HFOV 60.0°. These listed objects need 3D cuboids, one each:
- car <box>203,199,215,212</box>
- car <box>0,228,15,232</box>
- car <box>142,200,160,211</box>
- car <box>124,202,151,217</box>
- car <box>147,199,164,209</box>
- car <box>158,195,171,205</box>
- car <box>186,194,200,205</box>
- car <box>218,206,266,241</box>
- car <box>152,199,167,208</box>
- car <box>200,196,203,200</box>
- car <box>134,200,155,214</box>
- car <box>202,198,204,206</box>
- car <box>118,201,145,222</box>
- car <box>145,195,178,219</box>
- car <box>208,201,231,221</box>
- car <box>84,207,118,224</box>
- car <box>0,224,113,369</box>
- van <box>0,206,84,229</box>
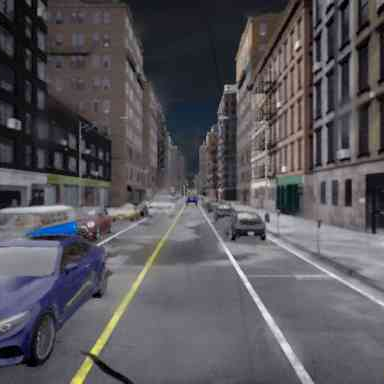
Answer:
[{"bbox_3d":[2.644,1.747,38.728,1.947,1.339,4.313,0,0,0],"label":"car"},{"bbox_3d":[-5.386,1.613,6.263,1.802,1.307,4.206,0,0,0],"label":"car"},{"bbox_3d":[-5.381,1.788,44.151,1.802,1.307,4.206,0,0,0],"label":"car"},{"bbox_3d":[-5.382,1.722,33.325,1.947,1.339,4.313,0,0,0],"label":"car"},{"bbox_3d":[-5.380,1.780,49.564,2.008,1.369,4.403,0,0,0],"label":"car"},{"bbox_3d":[-5.377,1.609,65.803,2.192,1.841,5.009,0,0,0],"label":"car"},{"bbox_3d":[0.010,1.518,64.688,2.150,2.045,5.566,0,0,0],"label":"car"},{"bbox_3d":[2.641,1.632,17.078,2.008,1.369,4.403,0,0,0],"label":"car"},{"bbox_3d":[-5.379,1.802,54.977,2.008,1.369,4.403,0,0,0],"label":"car"},{"bbox_3d":[2.646,1.776,55.137,1.752,1.417,4.829,0,0,0],"label":"car"},{"bbox_3d":[-5.381,1.706,38.568,1.752,1.417,4.829,0,0,0],"label":"car"},{"bbox_3d":[2.645,1.771,44.140,1.947,1.339,4.313,0,0,0],"label":"car"},{"bbox_3d":[-5.383,1.656,27.743,1.752,1.417,4.829,0,0,0],"label":"car"},{"bbox_3d":[-2.753,1.372,31.451,2.150,2.045,5.566,0,0,0],"label":"car"},{"bbox_3d":[2.642,1.682,27.903,2.008,1.369,4.403,0,0,0],"label":"car"},{"bbox_3d":[-5.385,1.522,17.088,1.967,1.590,4.097,0,0,0],"label":"car"},{"bbox_3d":[-2.836,1.555,5.970,1.812,1.442,4.674,0,0,0],"label":"car"},{"bbox_3d":[-5.385,1.397,11.676,1.690,1.788,3.998,0,0,0],"label":"van"}]
